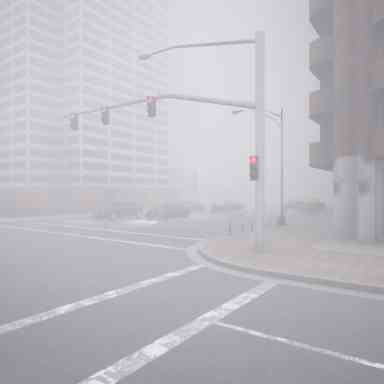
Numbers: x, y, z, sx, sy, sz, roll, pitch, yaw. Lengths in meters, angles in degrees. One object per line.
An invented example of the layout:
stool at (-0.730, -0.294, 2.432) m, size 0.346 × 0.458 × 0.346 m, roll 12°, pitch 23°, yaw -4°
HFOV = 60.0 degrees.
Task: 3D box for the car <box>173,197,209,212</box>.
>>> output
car at (-0.401, 1.564, 36.217) m, size 1.994 × 1.385 × 4.181 m, roll 0°, pitch 0°, yaw 35°

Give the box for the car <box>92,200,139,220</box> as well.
car at (-6.120, 1.505, 28.090) m, size 1.837 × 1.490 × 4.892 m, roll 0°, pitch 0°, yaw 35°

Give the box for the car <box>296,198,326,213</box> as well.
car at (13.881, 1.478, 37.955) m, size 1.882 × 1.535 × 5.008 m, roll 0°, pitch 0°, yaw 35°

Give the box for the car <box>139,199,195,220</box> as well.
car at (-2.010, 1.564, 27.850) m, size 1.994 × 1.385 × 4.181 m, roll 0°, pitch 0°, yaw 35°

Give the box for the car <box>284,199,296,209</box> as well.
car at (13.581, 1.564, 43.656) m, size 1.994 × 1.385 × 4.181 m, roll 0°, pitch 0°, yaw 35°

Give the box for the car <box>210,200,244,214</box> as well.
car at (3.861, 1.601, 36.186) m, size 1.895 × 1.301 × 4.718 m, roll 0°, pitch 0°, yaw 35°
